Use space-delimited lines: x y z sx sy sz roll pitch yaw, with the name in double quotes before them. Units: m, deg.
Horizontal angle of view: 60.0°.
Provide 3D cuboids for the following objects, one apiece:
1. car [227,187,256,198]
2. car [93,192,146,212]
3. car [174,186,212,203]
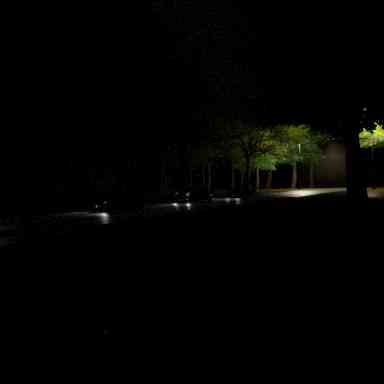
"car" 6.377 0.018 42.900 1.895 1.301 4.718 -1 2 38
"car" -5.801 0.718 27.119 1.812 1.442 4.674 -1 2 39
"car" 0.136 0.160 34.824 2.097 1.767 4.553 -1 2 38
